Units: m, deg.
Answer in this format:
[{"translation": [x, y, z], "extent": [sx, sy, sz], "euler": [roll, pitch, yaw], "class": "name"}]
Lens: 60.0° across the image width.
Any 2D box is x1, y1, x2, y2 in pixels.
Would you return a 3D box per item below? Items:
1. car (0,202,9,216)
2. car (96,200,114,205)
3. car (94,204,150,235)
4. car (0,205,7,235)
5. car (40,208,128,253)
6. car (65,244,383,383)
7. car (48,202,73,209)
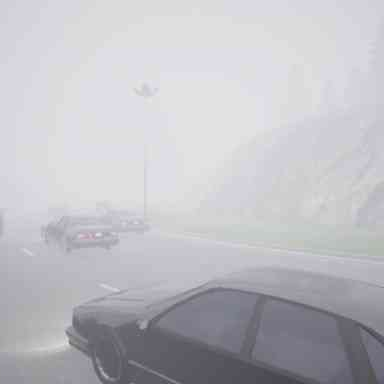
[{"translation": [-20.607, 1.764, 33.873], "extent": [1.994, 1.385, 4.181], "euler": [0, 0, -8], "class": "car"}, {"translation": [-10.676, 1.790, 40.770], "extent": [1.837, 1.490, 4.892], "euler": [0, 0, -6], "class": "car"}, {"translation": [-4.270, 1.686, 19.367], "extent": [2.033, 1.411, 5.357], "euler": [0, -1, -33], "class": "car"}, {"translation": [-12.068, 1.466, 19.290], "extent": [2.097, 1.767, 4.553], "euler": [1, -1, -29], "class": "car"}, {"translation": [-4.974, 1.645, 14.297], "extent": [2.033, 1.411, 5.357], "euler": [0, -1, -37], "class": "car"}, {"translation": [0.867, 1.580, 3.533], "extent": [5.357, 1.411, 2.033], "euler": [0, -1, 38], "class": "car"}, {"translation": [-13.345, 1.748, 33.929], "extent": [1.812, 1.442, 4.674], "euler": [0, 0, -10], "class": "car"}]
